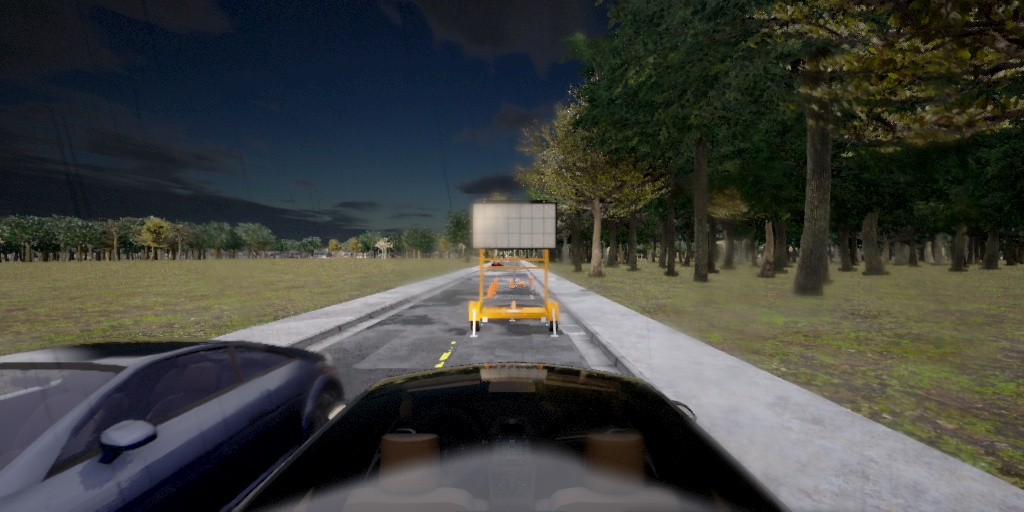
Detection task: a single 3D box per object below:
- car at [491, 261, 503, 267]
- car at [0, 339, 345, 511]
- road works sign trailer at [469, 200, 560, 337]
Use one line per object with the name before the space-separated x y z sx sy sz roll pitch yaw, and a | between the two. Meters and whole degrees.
car | -2.360 1.351 57.105 1.895 1.301 4.718 0 0 0
car | -2.839 1.314 2.256 1.994 1.385 4.181 0 0 0
road works sign trailer | 0.067 0.214 10.256 2.380 3.560 2.880 0 0 0
